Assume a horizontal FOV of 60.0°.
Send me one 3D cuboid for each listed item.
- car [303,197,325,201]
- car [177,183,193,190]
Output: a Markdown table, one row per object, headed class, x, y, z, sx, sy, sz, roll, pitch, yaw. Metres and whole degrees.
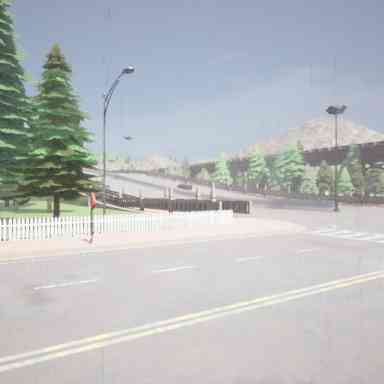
| class | x | y | z | sx | sy | sz | roll | pitch | yaw |
| --- | --- | --- | --- | --- | --- | --- | --- | --- | --- |
| car | 17.583 | 1.491 | 49.435 | 1.812 | 1.442 | 4.674 | 0 | 1 | -34 |
| car | -1.702 | -1.386 | 78.264 | 2.128 | 1.511 | 4.902 | 0 | 7 | -34 |
